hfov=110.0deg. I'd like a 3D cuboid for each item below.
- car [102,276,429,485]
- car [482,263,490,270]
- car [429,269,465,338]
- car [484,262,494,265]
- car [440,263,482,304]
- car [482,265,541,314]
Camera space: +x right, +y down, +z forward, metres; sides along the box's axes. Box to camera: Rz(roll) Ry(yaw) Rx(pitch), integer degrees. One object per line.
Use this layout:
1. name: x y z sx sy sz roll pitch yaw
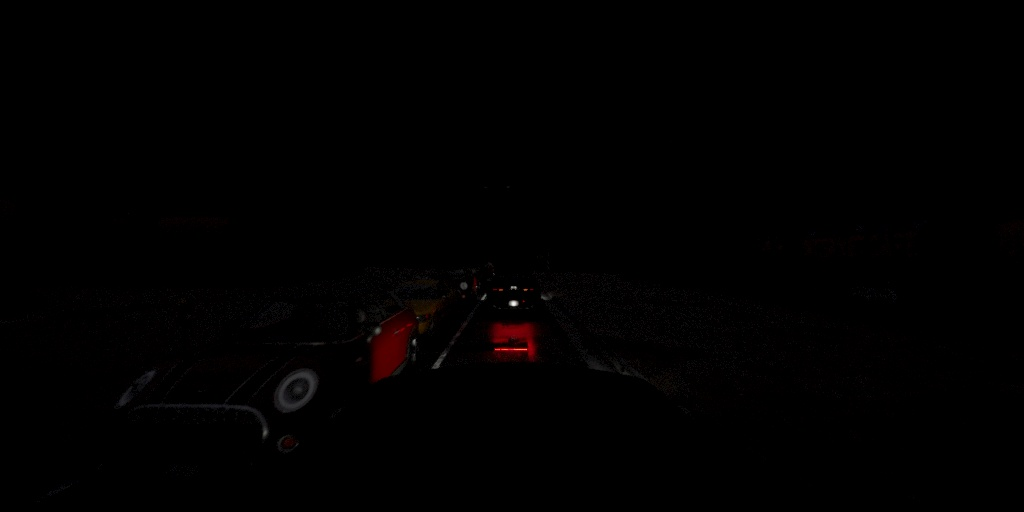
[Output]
1. car: -2.637 1.185 4.852 1.967 1.591 4.097 0 0 0
2. car: -2.637 1.302 21.469 2.007 1.370 4.403 0 0 0
3. car: -2.637 1.267 10.221 1.751 1.417 4.829 0 0 0
4. car: -2.638 1.328 27.009 1.948 1.339 4.313 0 0 0
5. car: -2.637 1.184 15.930 1.967 1.591 4.097 0 0 0
6. car: 0.069 1.247 13.695 1.837 1.490 4.892 0 0 0
